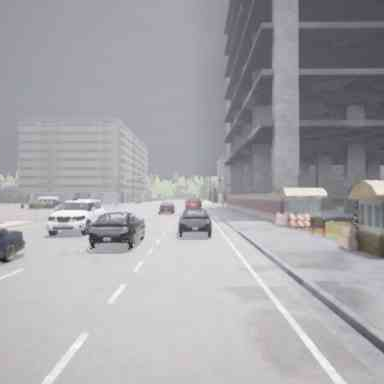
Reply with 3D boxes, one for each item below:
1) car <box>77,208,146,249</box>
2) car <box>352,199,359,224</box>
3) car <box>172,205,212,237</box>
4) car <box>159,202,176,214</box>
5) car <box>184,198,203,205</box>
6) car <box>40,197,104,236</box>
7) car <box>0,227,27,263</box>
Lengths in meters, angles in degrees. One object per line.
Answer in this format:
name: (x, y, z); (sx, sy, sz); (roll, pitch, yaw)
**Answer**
car: (-3.339, 1.683, 15.526); (2.128, 1.511, 4.902); (0, -1, 0)
car: (13.178, 1.446, 24.040); (1.905, 1.878, 3.866); (0, -1, 1)
car: (0.180, 1.735, 19.811); (2.128, 1.511, 4.902); (0, -1, 0)
car: (-3.221, 2.050, 44.051); (1.882, 1.535, 5.008); (0, 0, 0)
car: (0.201, 1.768, 42.422); (2.150, 2.045, 5.566); (0, -1, 1)
car: (-6.994, 1.489, 20.730); (2.150, 2.045, 5.566); (0, -1, 0)
car: (-7.056, 1.672, 9.976); (2.033, 1.411, 5.357); (0, -1, 0)
